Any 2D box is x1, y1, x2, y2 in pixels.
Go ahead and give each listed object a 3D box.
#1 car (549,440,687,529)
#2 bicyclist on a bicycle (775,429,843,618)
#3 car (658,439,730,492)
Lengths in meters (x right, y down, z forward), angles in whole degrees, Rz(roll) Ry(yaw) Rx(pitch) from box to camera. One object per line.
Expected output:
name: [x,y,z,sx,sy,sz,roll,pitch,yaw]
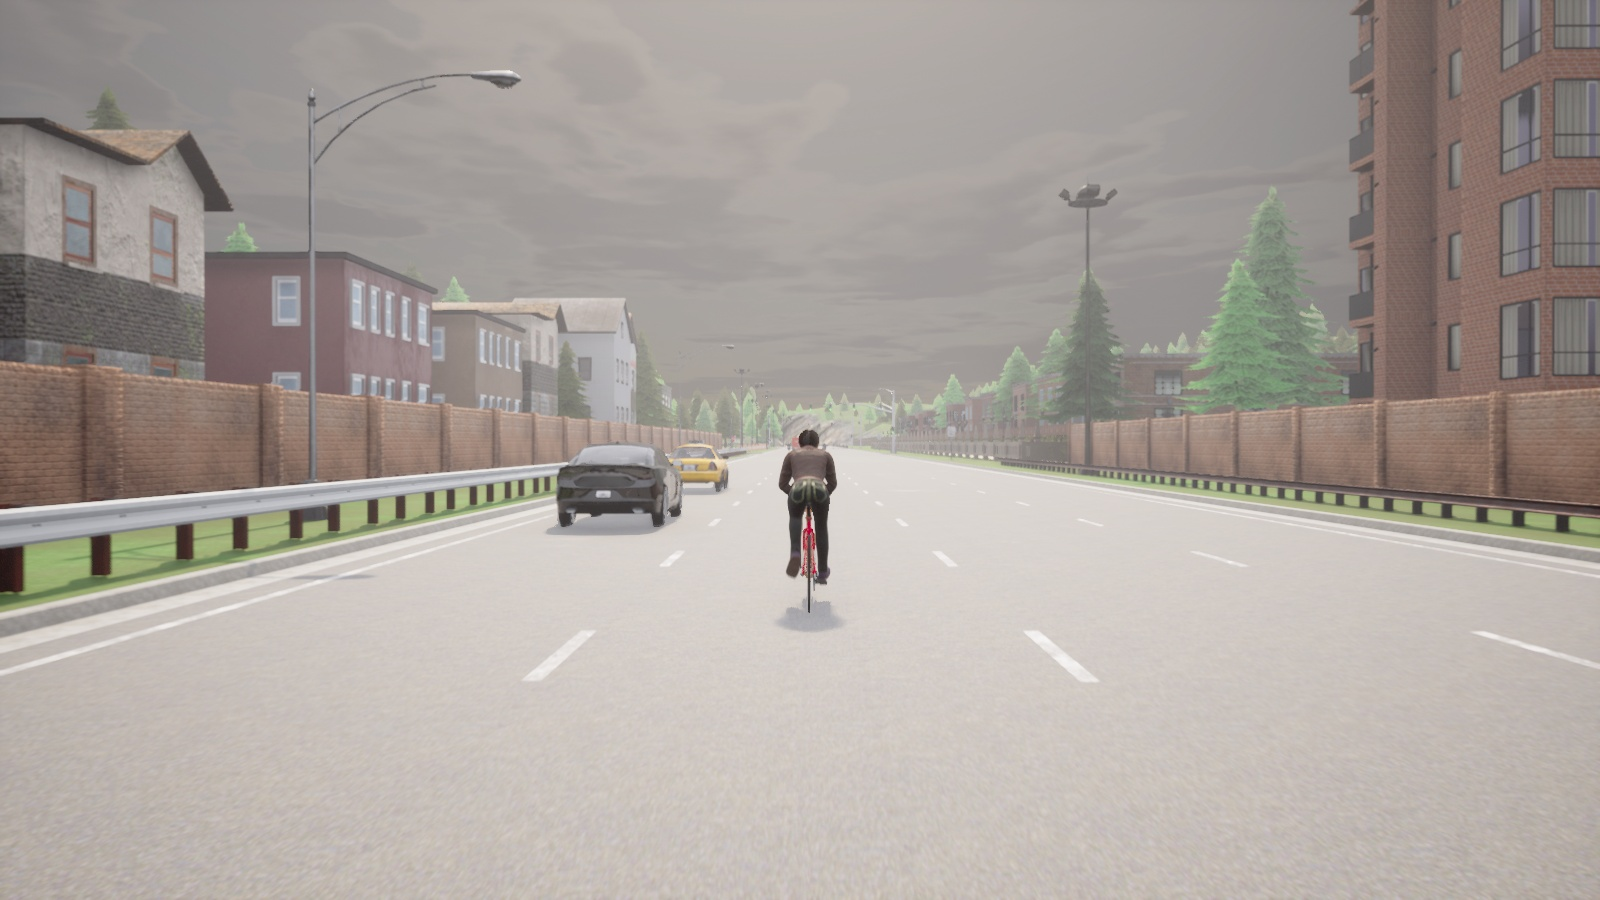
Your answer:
car: [-3.348,0.577,24.035,1.882,1.535,5.008,0,0,0]
bicyclist on a bicycle: [0.081,0.630,11.581,0.582,1.620,1.656,0,0,0]
car: [-3.259,0.445,39.605,1.801,1.575,5.366,0,0,0]
